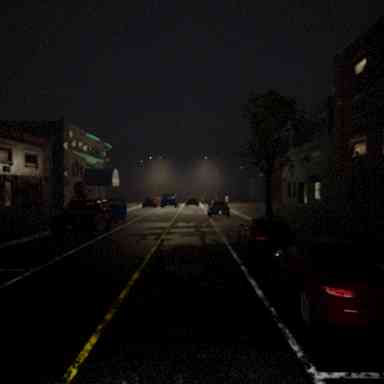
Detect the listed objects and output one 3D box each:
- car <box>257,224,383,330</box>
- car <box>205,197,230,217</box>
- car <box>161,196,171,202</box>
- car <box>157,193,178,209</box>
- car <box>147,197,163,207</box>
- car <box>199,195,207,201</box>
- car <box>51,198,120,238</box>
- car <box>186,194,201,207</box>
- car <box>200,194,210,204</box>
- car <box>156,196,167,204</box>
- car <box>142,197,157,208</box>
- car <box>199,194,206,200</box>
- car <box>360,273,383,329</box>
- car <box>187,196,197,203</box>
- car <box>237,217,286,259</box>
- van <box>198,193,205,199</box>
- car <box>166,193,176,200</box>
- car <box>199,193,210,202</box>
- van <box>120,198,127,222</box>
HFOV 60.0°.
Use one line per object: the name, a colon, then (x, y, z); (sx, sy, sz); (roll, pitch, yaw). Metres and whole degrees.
car: (2.692, 1.571, 6.696); (1.802, 1.307, 4.206); (-1, 0, 0)
car: (2.373, 1.478, 30.168); (1.812, 1.442, 4.674); (0, 0, 0)
car: (-5.641, 1.463, 73.280); (1.802, 1.307, 4.206); (-1, 0, 0)
car: (-3.052, 1.151, 45.322); (2.150, 2.045, 5.566); (0, 0, 0)
car: (-5.657, 1.463, 51.087); (1.887, 1.381, 4.507); (-1, 0, 0)
car: (2.747, 1.444, 84.373); (1.802, 1.307, 4.206); (-1, 0, 0)
car: (-5.683, 1.287, 17.796); (2.192, 1.841, 5.009); (-1, 0, 0)
car: (0.039, 1.446, 49.274); (1.812, 1.442, 4.674); (0, 0, 0)
car: (2.732, 1.465, 62.180); (1.947, 1.339, 4.313); (-1, 0, 0)
car: (-5.649, 1.482, 62.183); (1.802, 1.307, 4.206); (-1, 0, 0)
car: (-5.662, 1.367, 45.538); (1.967, 1.590, 4.097); (-1, 0, 0)
car: (2.751, 1.377, 90.091); (1.752, 1.417, 4.829); (-1, 0, 0)
car: (2.688, 1.543, 1.148); (1.887, 1.381, 4.507); (-1, 0, 0)
car: (0.046, 1.496, 65.556); (1.895, 1.301, 4.718); (0, 0, 0)
car: (2.696, 1.562, 12.244); (1.802, 1.307, 4.206); (-1, 0, 0)
van: (2.753, 1.184, 95.469); (1.690, 1.788, 3.998); (-1, 0, 0)
car: (-5.632, 1.168, 89.924); (2.192, 1.841, 5.009); (-1, 0, 0)
car: (2.737, 1.196, 73.276); (2.192, 1.841, 5.009); (-1, 0, 0)
van: (-5.679, 1.305, 23.344); (1.690, 1.788, 3.998); (-1, 0, 0)
